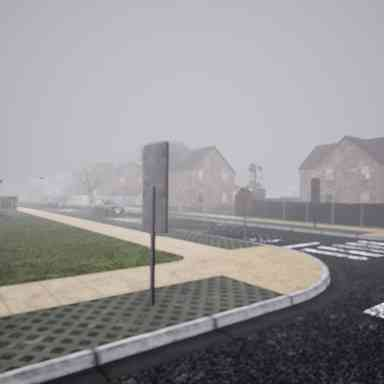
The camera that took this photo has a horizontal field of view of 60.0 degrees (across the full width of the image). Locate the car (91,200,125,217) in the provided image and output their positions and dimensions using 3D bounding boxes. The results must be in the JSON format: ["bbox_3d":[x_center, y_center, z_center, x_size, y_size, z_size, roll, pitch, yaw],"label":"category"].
[{"bbox_3d":[-7.918,1.486,31.160,2.128,1.511,4.902,1,-1,-36],"label":"car"}]

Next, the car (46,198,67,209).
[{"bbox_3d":[-19.030,1.539,46.650,2.128,1.511,4.902,1,-1,-36],"label":"car"}]
